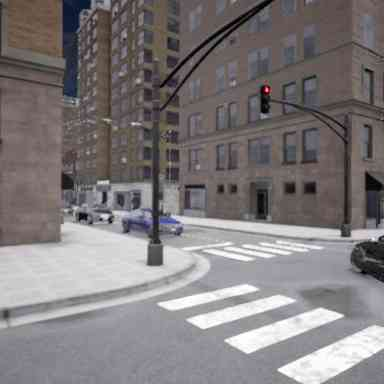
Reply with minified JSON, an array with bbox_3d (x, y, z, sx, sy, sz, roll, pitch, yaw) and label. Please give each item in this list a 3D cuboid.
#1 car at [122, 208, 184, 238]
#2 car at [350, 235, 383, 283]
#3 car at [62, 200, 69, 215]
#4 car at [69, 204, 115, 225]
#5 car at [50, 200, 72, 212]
[{"bbox_3d":[-2.341,1.657,18.629,1.812,1.442,4.674,0,-1,-37],"label":"car"},{"bbox_3d":[5.497,1.617,8.066,1.994,1.385,4.181,0,-1,7],"label":"car"},{"bbox_3d":[-13.745,1.730,34.576,2.128,1.511,4.902,0,0,-36],"label":"car"},{"bbox_3d":[-7.676,1.674,26.090,2.128,1.511,4.902,0,-1,-35],"label":"car"},{"bbox_3d":[-17.957,1.836,45.424,1.812,1.442,4.674,0,0,-35],"label":"car"}]
